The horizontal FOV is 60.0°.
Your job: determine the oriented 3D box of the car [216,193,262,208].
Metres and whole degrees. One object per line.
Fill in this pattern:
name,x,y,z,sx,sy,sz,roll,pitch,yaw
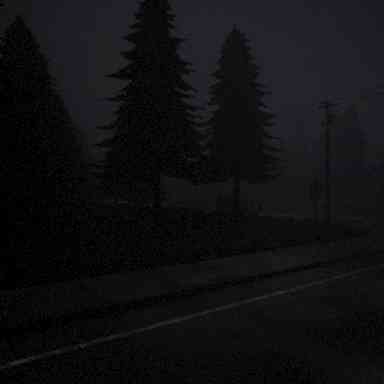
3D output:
car,4.757,1.165,34.474,2.150,2.045,5.566,0,0,-34
